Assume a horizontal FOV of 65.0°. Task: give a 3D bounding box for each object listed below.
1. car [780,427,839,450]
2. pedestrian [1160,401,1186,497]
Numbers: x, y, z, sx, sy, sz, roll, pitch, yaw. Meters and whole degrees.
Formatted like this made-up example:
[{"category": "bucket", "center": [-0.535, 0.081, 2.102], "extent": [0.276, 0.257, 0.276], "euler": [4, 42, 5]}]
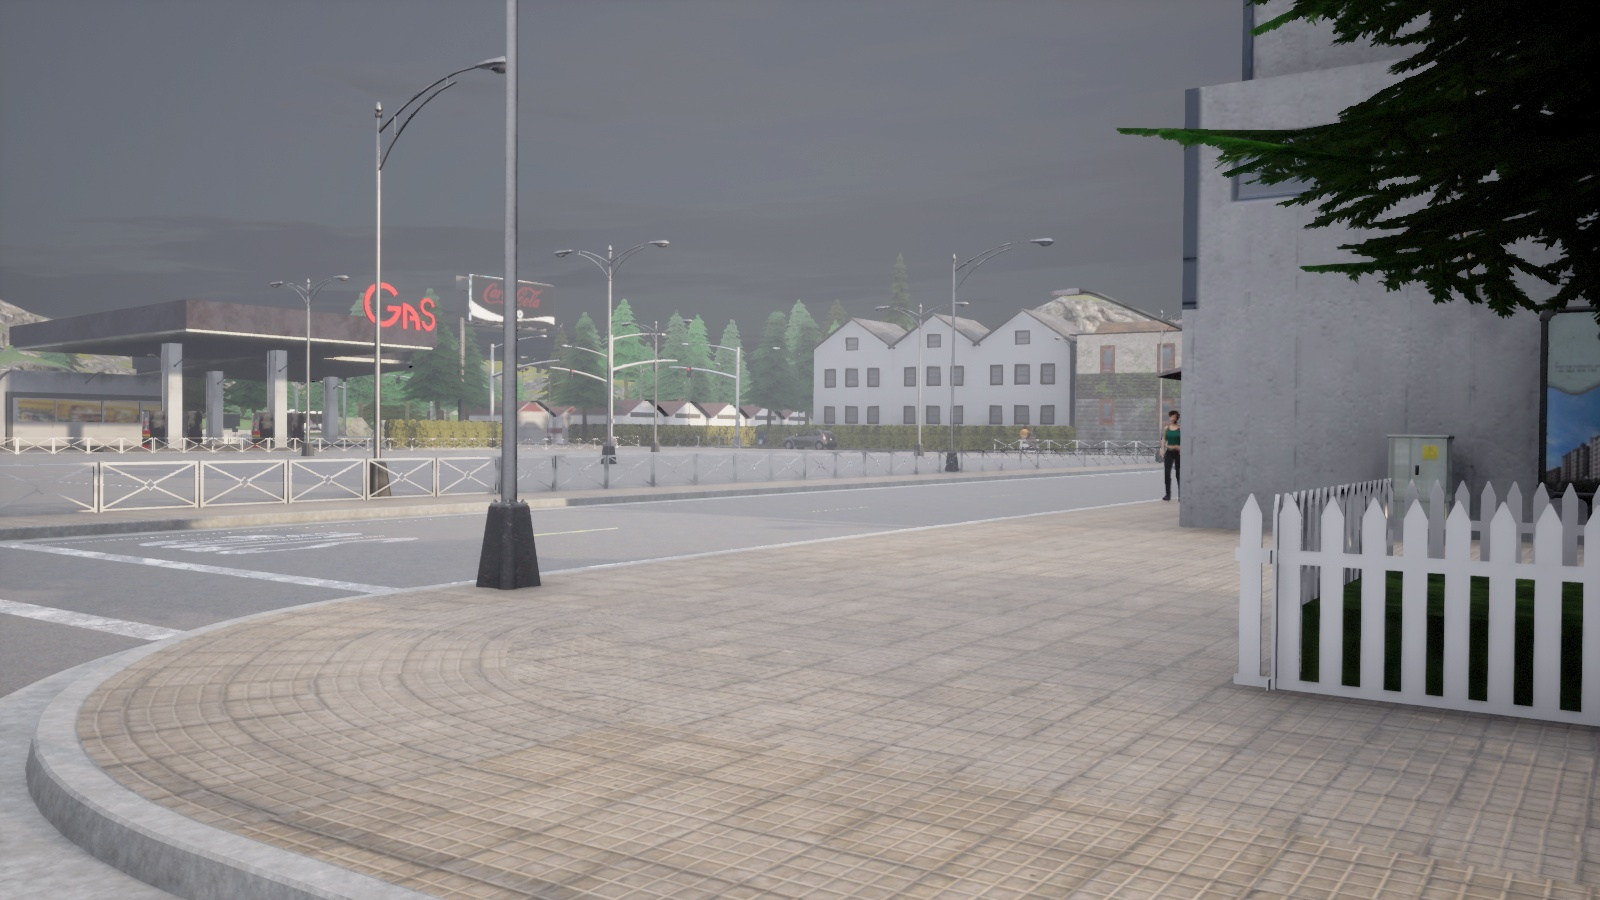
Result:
[{"category": "car", "center": [0.669, -0.820, 92.025], "extent": [3.988, 1.617, 1.851], "euler": [0, 1, 34]}, {"category": "pedestrian", "center": [7.309, -0.024, 24.586], "extent": [0.345, 1.836, 0.594], "euler": [0, 1, 31]}]
